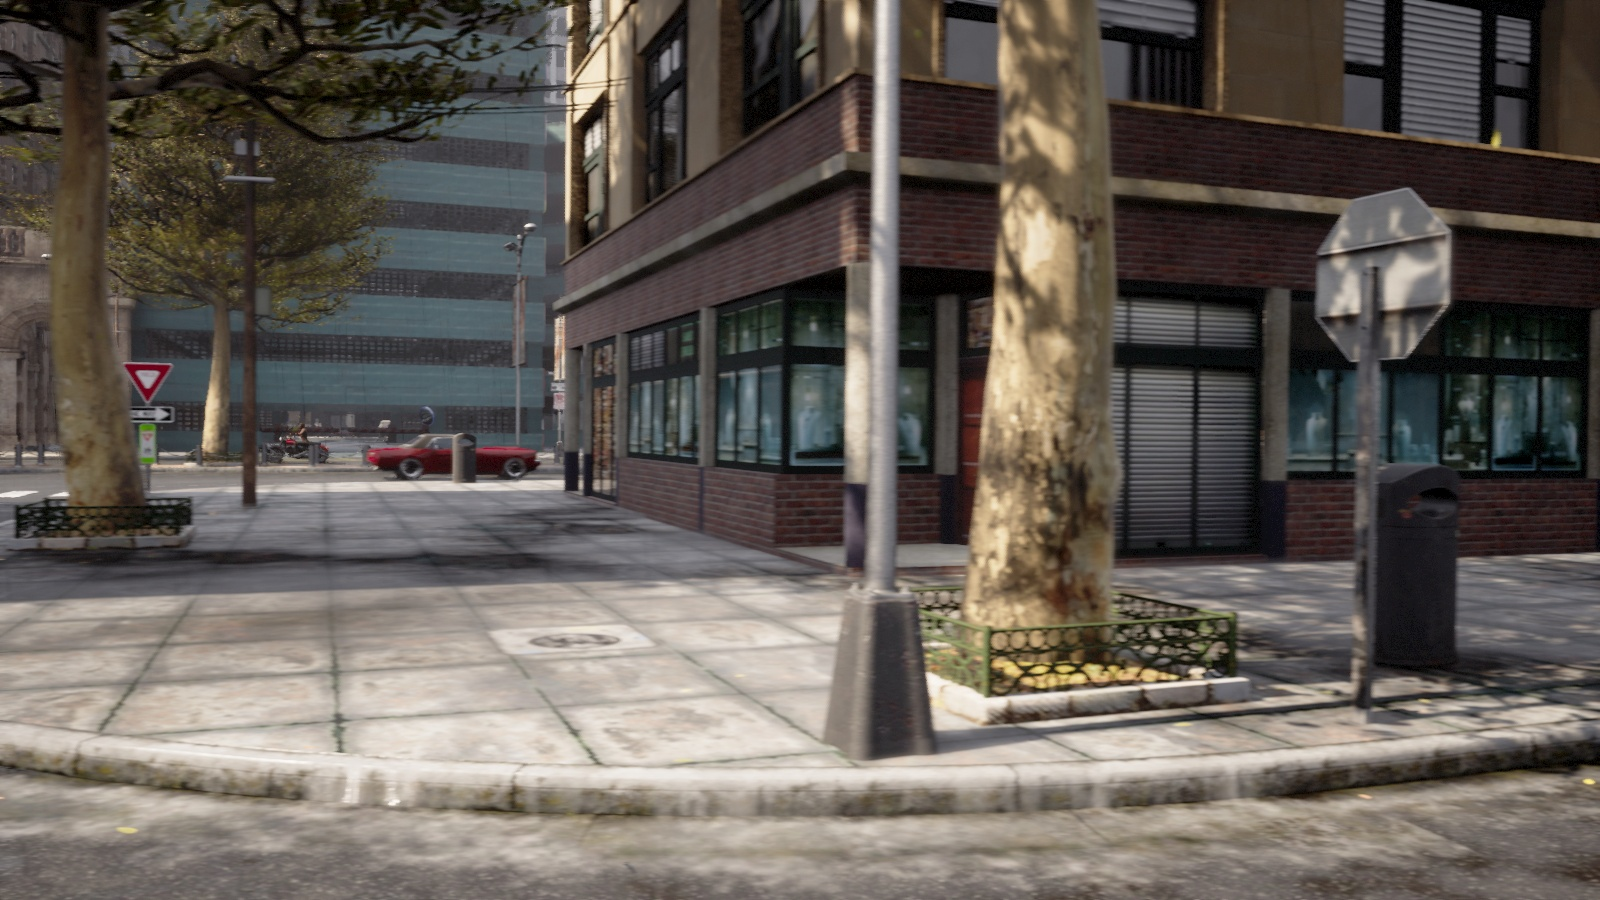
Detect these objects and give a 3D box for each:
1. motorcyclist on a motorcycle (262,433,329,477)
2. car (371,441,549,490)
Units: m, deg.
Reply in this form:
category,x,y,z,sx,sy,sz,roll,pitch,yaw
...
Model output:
category,x,y,z,sx,sy,sz,roll,pitch,yaw
motorcyclist on a motorcycle,-19.565,0.166,48.742,2.350,1.649,0.766,-1,1,-21
car,-9.851,0.412,36.387,4.718,1.301,1.895,-1,1,-24
